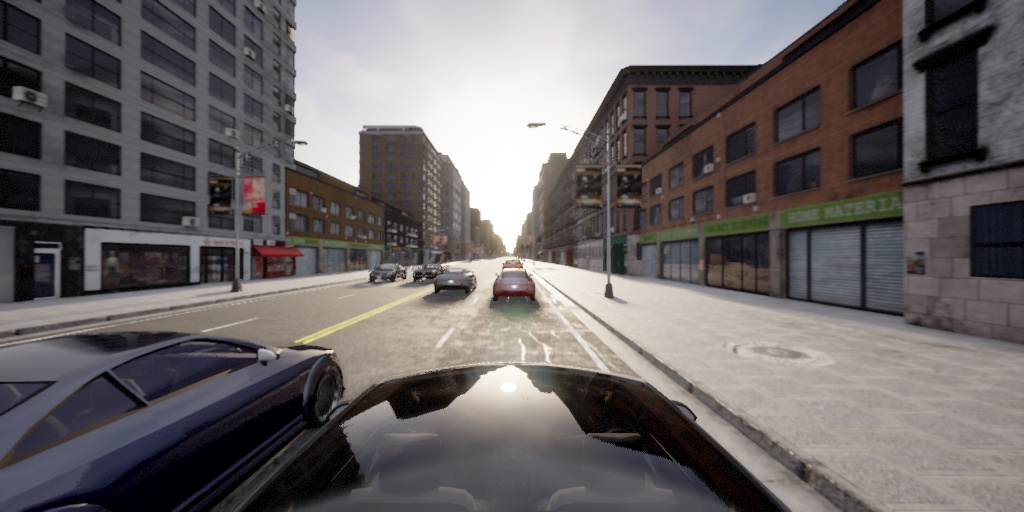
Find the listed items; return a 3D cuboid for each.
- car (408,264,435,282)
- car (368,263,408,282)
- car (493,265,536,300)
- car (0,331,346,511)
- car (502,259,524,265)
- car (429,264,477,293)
[{"bbox_3d":[-6.502,1.337,28.622,1.895,1.301,4.718,0,0,0],"label":"car"},{"bbox_3d":[-9.752,1.292,28.652,1.812,1.442,4.674,0,0,0],"label":"car"},{"bbox_3d":[0.100,1.299,17.527,1.994,1.385,4.181,0,0,0],"label":"car"},{"bbox_3d":[-3.149,1.312,2.978,1.994,1.385,4.181,0,0,0],"label":"car"},{"bbox_3d":[0.098,1.078,35.341,2.097,1.767,4.553,0,0,0],"label":"car"},{"bbox_3d":[-3.151,1.297,20.509,1.994,1.385,4.181,0,0,0],"label":"car"}]
